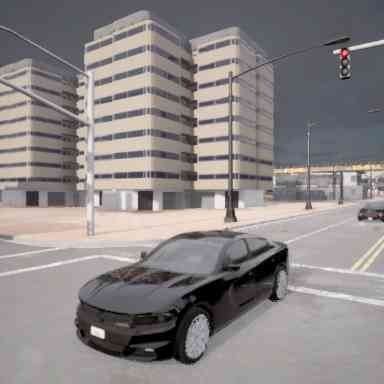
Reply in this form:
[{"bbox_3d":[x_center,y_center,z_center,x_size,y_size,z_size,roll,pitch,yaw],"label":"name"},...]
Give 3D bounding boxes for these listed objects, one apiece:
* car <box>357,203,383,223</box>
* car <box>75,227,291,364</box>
[{"bbox_3d":[14.403,1.548,26.207,2.033,1.411,5.357,0,0,35],"label":"car"},{"bbox_3d":[0.257,1.489,6.218,1.882,1.535,5.008,0,0,35],"label":"car"}]
